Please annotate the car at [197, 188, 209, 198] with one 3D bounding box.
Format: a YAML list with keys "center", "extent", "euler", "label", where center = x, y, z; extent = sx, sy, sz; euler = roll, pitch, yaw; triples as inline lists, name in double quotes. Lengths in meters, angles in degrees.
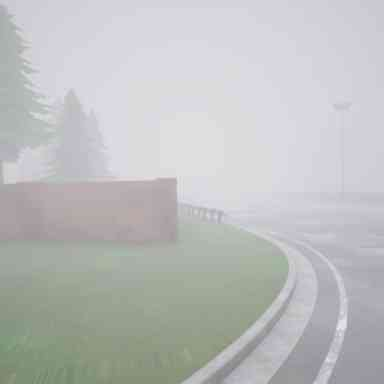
- center: [2.140, 0.206, 75.654]
  extent: [2.150, 2.045, 5.566]
  euler: [-1, 1, -14]
  label: "car"

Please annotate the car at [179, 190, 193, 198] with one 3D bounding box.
- center: [-1.388, 0.411, 75.357]
  extent: [2.097, 1.767, 4.553]
  euler: [-1, 1, -14]
  label: "car"

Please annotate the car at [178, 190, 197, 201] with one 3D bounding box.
- center: [-1.200, 0.796, 60.154]
  extent: [2.033, 1.411, 5.357]
  euler: [-1, 1, -14]
  label: "car"
